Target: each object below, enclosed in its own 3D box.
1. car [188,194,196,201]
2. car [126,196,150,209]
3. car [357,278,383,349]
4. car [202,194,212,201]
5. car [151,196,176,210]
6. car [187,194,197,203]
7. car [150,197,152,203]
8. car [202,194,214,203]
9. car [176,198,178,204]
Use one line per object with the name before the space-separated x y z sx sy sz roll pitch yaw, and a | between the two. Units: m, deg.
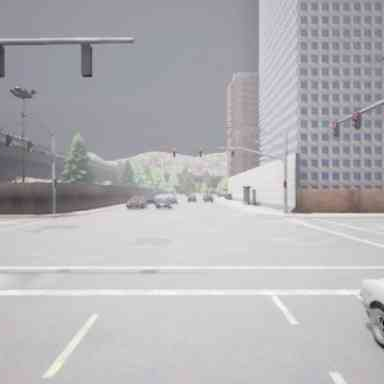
car | 0.013 1.218 79.152 1.837 1.490 4.892 0 0 0
car | -7.077 1.292 42.892 2.097 1.767 4.553 0 0 0
car | 3.583 1.596 3.230 1.895 1.301 4.718 0 0 0
car | 3.513 1.258 79.150 2.033 1.411 5.357 0 0 0
car | -3.578 1.432 42.774 2.128 1.511 4.902 0 0 0
car | 0.011 1.377 68.930 1.882 1.535 5.008 0 0 0
car | -7.034 1.520 58.599 1.895 1.301 4.718 0 0 1
car | 3.511 1.399 68.928 1.837 1.490 4.892 0 0 0
car | -3.537 1.482 58.866 1.994 1.385 4.181 0 0 1
